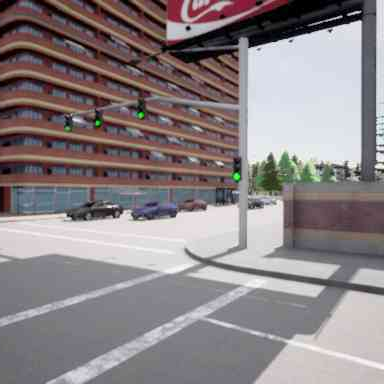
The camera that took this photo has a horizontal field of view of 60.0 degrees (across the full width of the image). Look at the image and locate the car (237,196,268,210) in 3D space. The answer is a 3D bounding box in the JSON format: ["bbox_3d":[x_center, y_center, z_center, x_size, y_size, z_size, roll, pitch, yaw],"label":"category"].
[{"bbox_3d":[7.486,1.461,42.253,1.837,1.490,4.892,0,0,35],"label":"car"}]

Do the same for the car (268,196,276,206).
[{"bbox_3d":[12.415,1.475,55.144,1.812,1.442,4.674,0,0,36],"label":"car"}]

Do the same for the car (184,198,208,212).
[{"bbox_3d":[0.034,1.475,37.770,1.812,1.442,4.674,0,1,35],"label":"car"}]

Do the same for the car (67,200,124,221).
[{"bbox_3d":[-7.708,1.453,26.847,1.837,1.490,4.892,0,0,35],"label":"car"}]

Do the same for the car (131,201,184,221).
[{"bbox_3d":[-2.961,1.483,27.462,1.812,1.442,4.674,0,0,35],"label":"car"}]
